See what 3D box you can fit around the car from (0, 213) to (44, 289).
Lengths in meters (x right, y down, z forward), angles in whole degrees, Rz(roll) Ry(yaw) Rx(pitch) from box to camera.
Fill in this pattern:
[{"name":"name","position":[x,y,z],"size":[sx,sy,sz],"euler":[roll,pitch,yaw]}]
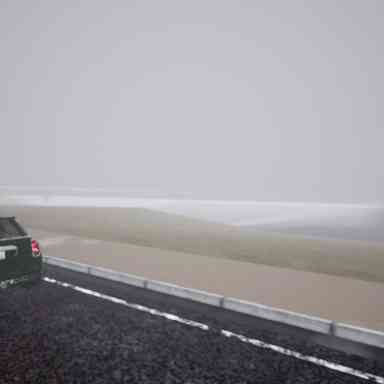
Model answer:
[{"name":"car","position":[-5.422,1.201,7.550],"size":[4.553,1.767,2.097],"euler":[1,1,35]}]
